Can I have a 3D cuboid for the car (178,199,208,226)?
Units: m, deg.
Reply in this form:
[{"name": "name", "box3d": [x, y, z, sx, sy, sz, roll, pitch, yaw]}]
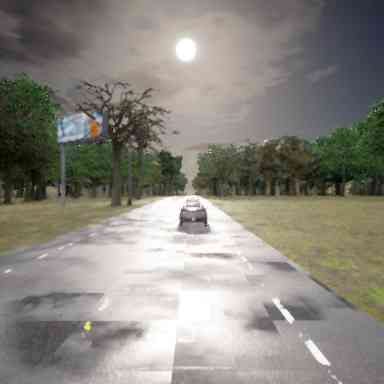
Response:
[{"name": "car", "box3d": [0.095, 1.464, 23.000, 2.128, 1.511, 4.902, 0, 0, 0]}]
